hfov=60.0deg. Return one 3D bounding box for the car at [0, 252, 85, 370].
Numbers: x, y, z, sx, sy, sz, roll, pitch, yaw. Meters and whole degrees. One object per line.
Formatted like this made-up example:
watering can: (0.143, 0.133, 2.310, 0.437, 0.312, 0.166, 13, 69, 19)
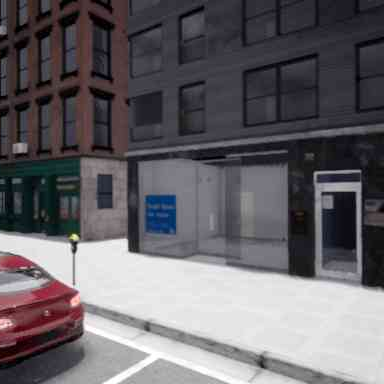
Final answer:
car: (-3.431, 1.624, 5.255, 4.206, 1.307, 1.802, -1, 0, 35)
